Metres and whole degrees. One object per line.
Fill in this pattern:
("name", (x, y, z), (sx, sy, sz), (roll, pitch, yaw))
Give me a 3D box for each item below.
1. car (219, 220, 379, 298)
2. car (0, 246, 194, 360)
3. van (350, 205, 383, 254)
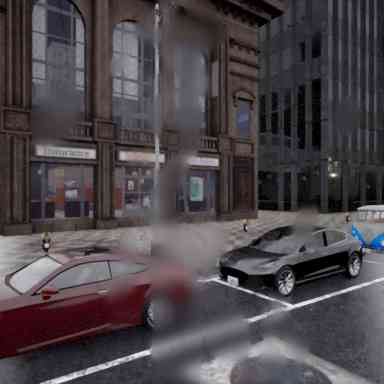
("car", (2.670, 1.566, 8.535), (4.313, 1.339, 1.947), (0, 0, -35))
("car", (-1.912, 1.582, 5.284), (4.206, 1.307, 1.802), (0, 0, -35))
("van", (7.252, 1.341, 11.787), (3.998, 1.788, 1.690), (0, 0, -35))
